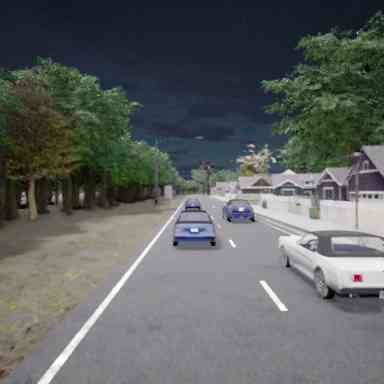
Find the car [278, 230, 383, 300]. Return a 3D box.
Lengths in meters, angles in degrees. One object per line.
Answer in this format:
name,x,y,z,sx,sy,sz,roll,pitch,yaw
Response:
car,3.605,1.596,8.328,1.895,1.301,4.718,0,0,0

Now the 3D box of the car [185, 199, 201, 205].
car,0.115,1.519,42.373,1.994,1.385,4.181,0,0,0

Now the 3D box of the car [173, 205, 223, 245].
car,0.104,1.539,15.513,2.033,1.411,5.357,0,0,0

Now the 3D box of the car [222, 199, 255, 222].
car,3.612,1.338,26.574,2.097,1.767,4.553,0,0,0
